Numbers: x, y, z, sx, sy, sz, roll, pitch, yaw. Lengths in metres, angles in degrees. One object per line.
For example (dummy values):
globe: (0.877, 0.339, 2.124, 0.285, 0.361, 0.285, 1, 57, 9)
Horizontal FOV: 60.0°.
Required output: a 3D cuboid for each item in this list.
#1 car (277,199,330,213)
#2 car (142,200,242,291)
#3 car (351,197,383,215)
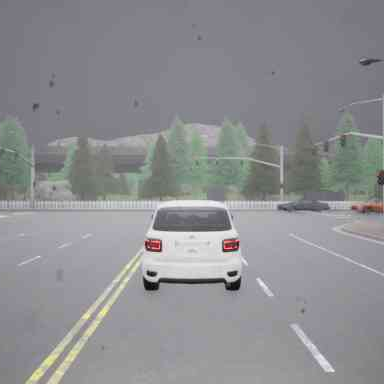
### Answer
car: (12.107, 1.492, 36.182, 5.357, 1.411, 2.033, 0, 0, 0)
car: (0.006, 1.221, 9.168, 2.150, 2.045, 5.566, 0, 0, 0)
car: (18.131, 1.296, 32.699, 4.553, 1.767, 2.097, 0, 0, 0)
